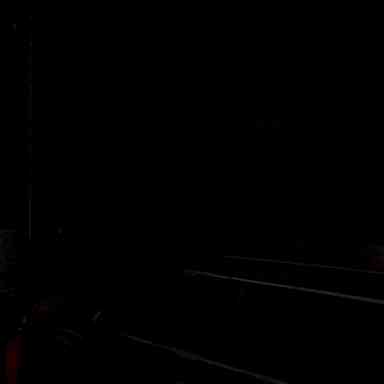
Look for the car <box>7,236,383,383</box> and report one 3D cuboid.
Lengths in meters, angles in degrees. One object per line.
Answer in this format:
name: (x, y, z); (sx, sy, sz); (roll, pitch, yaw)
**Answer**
car: (0.573, 1.315, 2.666); (5.009, 1.841, 2.192); (0, 0, 35)
